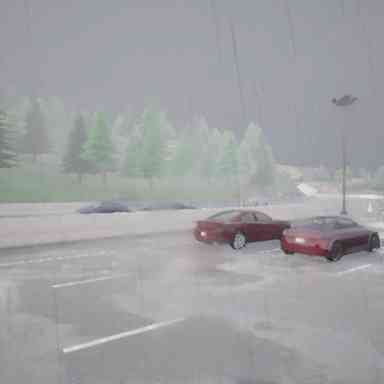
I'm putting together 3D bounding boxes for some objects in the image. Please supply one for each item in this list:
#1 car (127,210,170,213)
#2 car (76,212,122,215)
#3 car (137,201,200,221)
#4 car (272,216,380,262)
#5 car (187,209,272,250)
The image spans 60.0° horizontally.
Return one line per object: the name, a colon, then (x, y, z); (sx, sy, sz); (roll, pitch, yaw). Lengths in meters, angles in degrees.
car: (-2.444, 1.605, 24.349); (4.181, 1.385, 1.994); (0, 0, -39)
car: (-7.725, 1.580, 29.067); (4.674, 1.442, 1.812); (0, 0, -39)
car: (-2.013, 1.594, 29.225); (5.357, 1.411, 2.033); (0, 0, -40)
car: (5.161, 1.575, 12.273); (4.181, 1.385, 1.994); (0, 0, -38)
car: (2.389, 1.496, 14.523); (5.008, 1.535, 1.882); (0, 0, -38)
